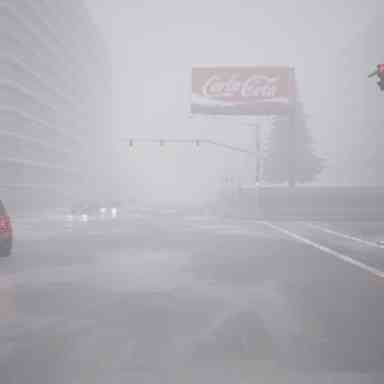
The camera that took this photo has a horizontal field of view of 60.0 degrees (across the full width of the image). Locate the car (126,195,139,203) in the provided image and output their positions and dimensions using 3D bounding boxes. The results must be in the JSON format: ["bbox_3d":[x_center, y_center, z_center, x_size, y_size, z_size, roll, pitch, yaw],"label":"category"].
[{"bbox_3d":[-10.808,1.287,60.234,2.033,1.411,5.357,0,0,0],"label":"car"}]

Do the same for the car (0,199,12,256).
[{"bbox_3d":[-8.112,1.160,11.984,2.150,2.045,5.566,1,0,-39],"label":"car"}]

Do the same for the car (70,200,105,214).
[{"bbox_3d":[-10.750,1.447,33.899,1.895,1.301,4.718,0,0,0],"label":"car"}]

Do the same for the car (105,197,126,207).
[{"bbox_3d":[-10.787,1.399,45.612,1.895,1.301,4.718,0,0,1],"label":"car"}]
